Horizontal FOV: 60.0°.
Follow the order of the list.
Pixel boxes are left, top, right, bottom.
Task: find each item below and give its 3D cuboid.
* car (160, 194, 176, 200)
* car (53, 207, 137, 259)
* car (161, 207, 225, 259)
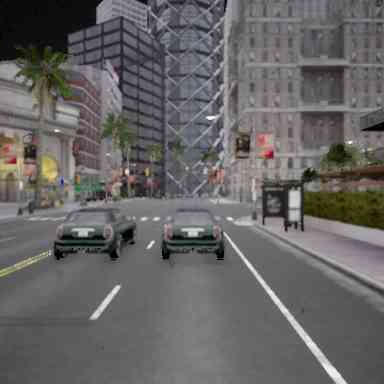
[{"bbox_3d":[-6.677,1.502,94.173,2.128,1.511,4.902,0,0,7],"label":"car"},{"bbox_3d":[-3.450,1.348,12.720,2.097,1.767,4.553,0,0,1],"label":"car"},{"bbox_3d":[0.050,1.348,12.723,2.097,1.767,4.553,0,0,1],"label":"car"}]
